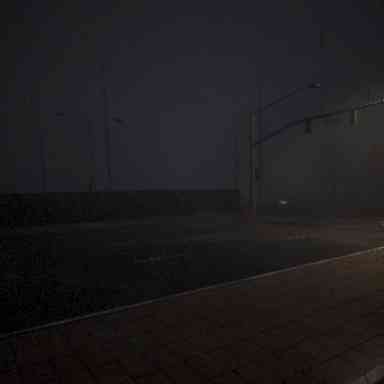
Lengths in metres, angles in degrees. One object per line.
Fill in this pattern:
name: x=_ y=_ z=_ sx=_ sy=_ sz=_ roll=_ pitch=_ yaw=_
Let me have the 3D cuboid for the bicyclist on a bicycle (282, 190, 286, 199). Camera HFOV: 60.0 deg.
bicyclist on a bicycle: x=15.221 y=0.412 z=54.962 sx=0.582 sy=1.620 sz=1.656 roll=-1 pitch=1 yaw=22

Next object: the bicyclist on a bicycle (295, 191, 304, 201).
bicyclist on a bicycle: x=16.157 y=0.609 z=50.043 sx=1.656 sy=1.620 sz=0.582 roll=-1 pitch=1 yaw=-22
